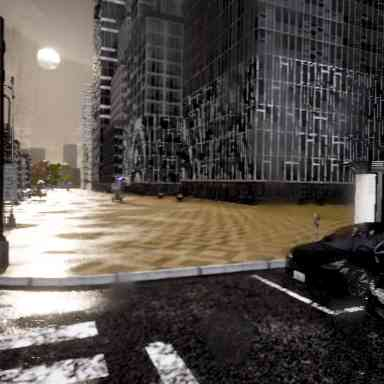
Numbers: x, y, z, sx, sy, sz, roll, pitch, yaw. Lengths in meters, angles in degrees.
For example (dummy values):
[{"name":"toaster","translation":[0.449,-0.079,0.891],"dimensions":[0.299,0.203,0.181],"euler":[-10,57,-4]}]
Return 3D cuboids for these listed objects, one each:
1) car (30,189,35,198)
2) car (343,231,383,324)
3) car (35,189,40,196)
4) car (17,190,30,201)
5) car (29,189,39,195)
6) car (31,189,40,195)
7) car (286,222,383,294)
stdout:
[{"name":"car","translation":[-28.425,0.370,56.776],"dimensions":[1.887,1.381,4.507],"euler":[0,1,-22]},{"name":"car","translation":[4.992,1.463,5.317],"dimensions":[4.674,1.442,1.812],"euler":[1,2,-20]},{"name":"car","translation":[-34.830,0.054,72.647],"dimensions":[1.752,1.417,4.829],"euler":[0,1,-22]},{"name":"car","translation":[-24.198,0.572,46.301],"dimensions":[2.008,1.369,4.403],"euler":[0,1,-22]},{"name":"car","translation":[-36.879,-0.020,77.728],"dimensions":[1.887,1.381,4.507],"euler":[0,1,-22]},{"name":"car","translation":[-38.993,-0.080,82.966],"dimensions":[1.802,1.307,4.206],"euler":[0,1,-22]},{"name":"car","translation":[4.294,1.421,7.832],"dimensions":[4.313,1.339,1.947],"euler":[0,2,-22]}]
